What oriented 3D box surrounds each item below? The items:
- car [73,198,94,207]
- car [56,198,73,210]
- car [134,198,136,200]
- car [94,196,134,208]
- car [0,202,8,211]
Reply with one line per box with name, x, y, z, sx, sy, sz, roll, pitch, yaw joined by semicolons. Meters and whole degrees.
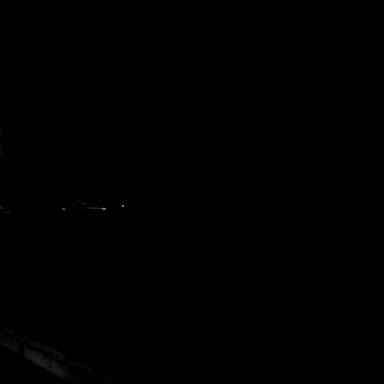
car;-16.404;1.511;47.878;2.033;1.411;5.357;0;0;39
car;-17.839;1.542;40.508;2.033;1.411;5.357;0;0;39
car;-10.145;1.425;55.654;1.994;1.385;4.181;0;1;38
car;-11.300;1.438;48.632;1.837;1.490;4.892;0;1;39
car;-22.204;1.562;40.674;1.994;1.385;4.181;0;0;38
